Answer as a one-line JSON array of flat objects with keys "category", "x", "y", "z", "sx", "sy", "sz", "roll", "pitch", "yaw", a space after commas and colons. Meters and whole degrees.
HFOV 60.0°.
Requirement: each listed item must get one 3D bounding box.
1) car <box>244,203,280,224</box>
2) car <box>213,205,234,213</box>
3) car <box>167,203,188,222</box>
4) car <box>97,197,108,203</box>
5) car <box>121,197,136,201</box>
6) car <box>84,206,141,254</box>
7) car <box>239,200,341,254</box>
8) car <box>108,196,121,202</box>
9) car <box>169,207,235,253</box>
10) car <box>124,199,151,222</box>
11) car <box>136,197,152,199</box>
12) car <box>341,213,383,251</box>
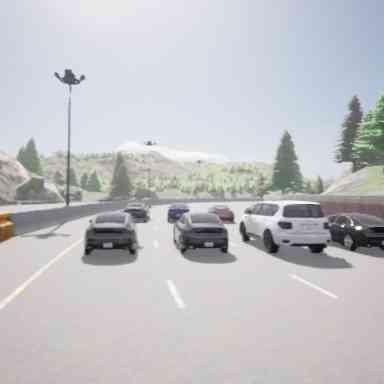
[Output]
[{"category": "car", "x": 5.894, "y": 1.770, "z": 28.793, "sx": 1.882, "sy": 1.535, "sz": 5.008, "roll": 1, "pitch": 0, "yaw": -2}, {"category": "car", "x": 2.404, "y": 1.805, "z": 28.431, "sx": 1.994, "sy": 1.385, "sz": 4.181, "roll": 1, "pitch": 0, "yaw": -2}, {"category": "car", "x": -1.097, "y": 1.669, "z": 28.442, "sx": 1.882, "sy": 1.535, "sz": 5.008, "roll": 1, "pitch": 0, "yaw": -2}, {"category": "car", "x": -19.947, "y": 1.814, "z": 77.599, "sx": 2.033, "sy": 1.411, "sz": 5.357, "roll": 1, "pitch": 0, "yaw": 15}, {"category": "car", "x": -13.281, "y": 1.897, "z": 75.458, "sx": 2.033, "sy": 1.411, "sz": 5.357, "roll": 1, "pitch": 0, "yaw": 15}, {"category": "car", "x": -3.196, "y": 1.563, "z": 13.706, "sx": 1.837, "sy": 1.490, "sz": 4.892, "roll": 1, "pitch": 0, "yaw": -8}, {"category": "car", "x": 3.761, "y": 1.375, "z": 14.469, "sx": 2.150, "sy": 2.045, "sz": 5.566, "roll": 1, "pitch": 0, "yaw": -8}, {"category": "car", "x": -16.613, "y": 1.816, "z": 76.529, "sx": 1.837, "sy": 1.490, "sz": 4.892, "roll": 1, "pitch": 0, "yaw": 15}, {"category": "car", "x": 0.264, "y": 1.615, "z": 14.235, "sx": 1.837, "sy": 1.490, "sz": 4.892, "roll": 1, "pitch": 0, "yaw": -8}, {"category": "car", "x": -4.590, "y": 1.647, "z": 28.100, "sx": 1.837, "sy": 1.490, "sz": 4.892, "roll": 1, "pitch": 0, "yaw": -2}, {"category": "car", "x": -9.947, "y": 1.938, "z": 74.388, "sx": 2.033, "sy": 1.411, "sz": 5.357, "roll": 1, "pitch": 0, "yaw": 15}, {"category": "car", "x": 7.184, "y": 1.720, "z": 15.286, "sx": 1.837, "sy": 1.490, "sz": 4.892, "roll": 1, "pitch": 0, "yaw": -8}]
